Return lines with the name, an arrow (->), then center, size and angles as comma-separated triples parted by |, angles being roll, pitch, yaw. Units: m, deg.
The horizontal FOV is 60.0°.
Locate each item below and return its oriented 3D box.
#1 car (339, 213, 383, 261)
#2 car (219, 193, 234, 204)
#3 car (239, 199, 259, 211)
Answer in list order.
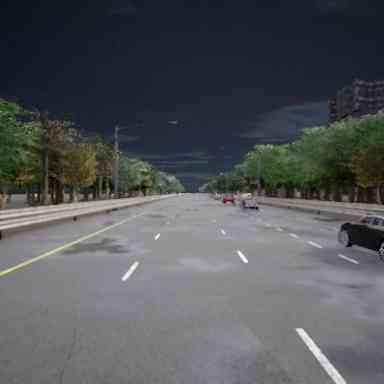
car -> 7.003, 1.494, 11.879 | 2.128, 1.511, 4.902 | 0, 0, 0
car -> 7.164, 1.289, 66.424 | 2.150, 2.045, 5.566 | 0, 0, 0
car -> 7.055, 1.581, 41.451 | 2.033, 1.411, 5.357 | 0, 0, 0
